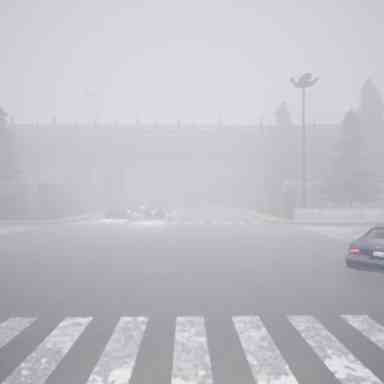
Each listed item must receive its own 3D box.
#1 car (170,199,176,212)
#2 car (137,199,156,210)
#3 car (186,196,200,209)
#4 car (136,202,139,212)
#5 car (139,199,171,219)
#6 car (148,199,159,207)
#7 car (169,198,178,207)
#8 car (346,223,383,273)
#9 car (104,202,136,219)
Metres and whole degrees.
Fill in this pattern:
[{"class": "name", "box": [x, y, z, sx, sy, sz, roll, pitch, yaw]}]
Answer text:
[{"class": "car", "box": [-3.538, 1.922, 41.805, 1.994, 1.385, 4.181, 0, 0, 1]}, {"class": "car", "box": [-7.004, 1.934, 51.779, 2.128, 1.511, 4.902, 0, 0, 1]}, {"class": "car", "box": [0.157, 1.693, 55.179, 2.150, 2.045, 5.566, 0, 0, 0]}, {"class": "car", "box": [-7.046, 1.903, 41.635, 2.033, 1.411, 5.357, 0, 0, 0]}, {"class": "car", "box": [-3.556, 1.773, 32.918, 2.128, 1.511, 4.902, 0, 0, 0]}, {"class": "car", "box": [-7.165, 2.056, 61.990, 1.812, 1.442, 4.674, 0, 0, -3]}, {"class": "car", "box": [-3.502, 2.043, 51.692, 1.895, 1.301, 4.718, 0, 0, 0]}, {"class": "car", "box": [6.526, 1.623, 10.146, 5.357, 1.411, 2.033, 0, -1, -44]}, {"class": "car", "box": [-7.099, 1.841, 32.397, 1.994, 1.385, 4.181, 0, 0, 2]}]
